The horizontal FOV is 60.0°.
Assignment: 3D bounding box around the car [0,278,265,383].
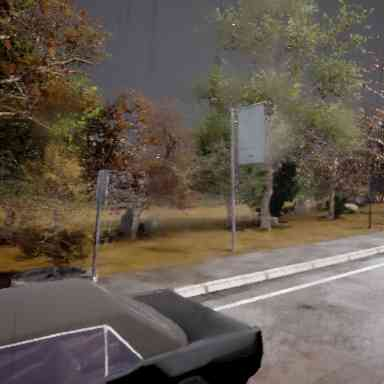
[{"bbox_3d":[-1.663,1.600,2.797,4.718,1.301,1.895,0,0,-35],"label":"car"}]
